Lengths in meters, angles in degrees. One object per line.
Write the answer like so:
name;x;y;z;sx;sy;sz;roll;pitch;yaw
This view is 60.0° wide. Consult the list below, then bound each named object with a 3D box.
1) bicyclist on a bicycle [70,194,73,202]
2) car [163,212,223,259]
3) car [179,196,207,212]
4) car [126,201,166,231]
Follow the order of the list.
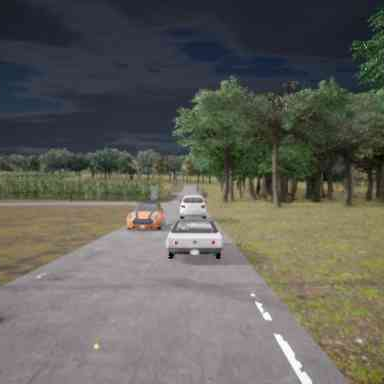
bicyclist on a bicycle;-23.459;1.173;64.602;0.582;1.620;1.656;0;1;-11
car;0.094;1.677;12.989;1.895;1.301;4.718;0;0;0
car;0.093;1.338;28.900;2.150;2.045;5.566;0;0;0
car;-2.853;1.458;21.494;2.097;1.767;4.553;0;0;0
